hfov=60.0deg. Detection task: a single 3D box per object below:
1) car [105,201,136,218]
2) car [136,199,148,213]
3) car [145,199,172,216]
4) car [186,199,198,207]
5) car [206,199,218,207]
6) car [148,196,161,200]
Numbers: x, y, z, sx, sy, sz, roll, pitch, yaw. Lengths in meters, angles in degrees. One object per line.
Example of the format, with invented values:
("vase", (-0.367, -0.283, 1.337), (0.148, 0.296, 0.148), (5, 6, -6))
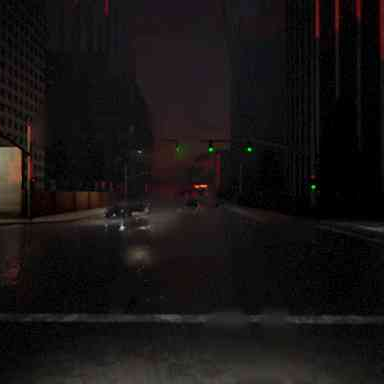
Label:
("car", (-7.100, 1.815, 32.599), (1.895, 1.301, 4.718), (0, 0, 0))
("car", (-7.093, 1.836, 41.395), (1.994, 1.385, 4.181), (0, 0, 0))
("car", (-3.599, 1.802, 36.229), (1.994, 1.385, 4.181), (0, 0, 0))
("car", (-0.001, 1.928, 57.962), (2.033, 1.411, 5.357), (0, 0, 0))
("car", (3.499, 1.906, 57.962), (1.812, 1.442, 4.674), (0, 0, 0))
("car", (-7.022, 1.863, 56.454), (2.128, 1.511, 4.902), (0, -1, 0))
